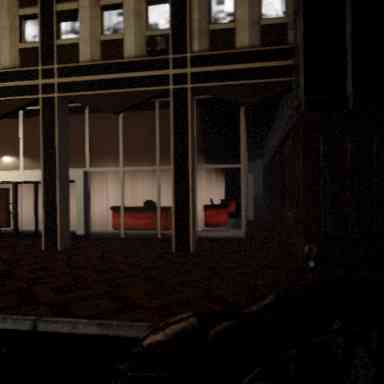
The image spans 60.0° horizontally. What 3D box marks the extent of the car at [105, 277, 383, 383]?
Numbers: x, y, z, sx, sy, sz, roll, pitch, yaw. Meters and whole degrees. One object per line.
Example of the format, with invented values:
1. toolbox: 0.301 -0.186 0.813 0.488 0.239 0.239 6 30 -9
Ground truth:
1. car: 1.401 1.522 2.929 4.313 1.339 1.947 -1 0 10
